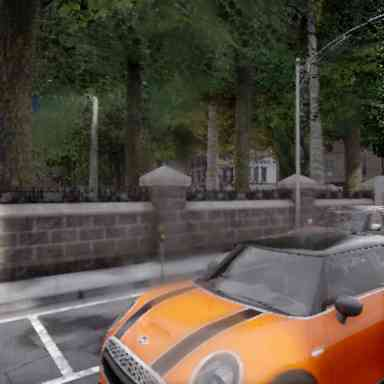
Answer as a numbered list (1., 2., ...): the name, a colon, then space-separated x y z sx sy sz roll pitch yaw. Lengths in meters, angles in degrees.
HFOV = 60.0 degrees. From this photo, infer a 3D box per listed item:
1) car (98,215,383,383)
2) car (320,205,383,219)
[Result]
1. car: 1.234 1.367 4.139 4.553 1.767 2.097 0 0 -36
2. car: 4.920 1.355 10.066 5.009 1.841 2.192 0 0 -36
